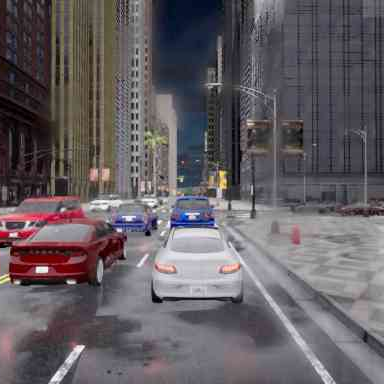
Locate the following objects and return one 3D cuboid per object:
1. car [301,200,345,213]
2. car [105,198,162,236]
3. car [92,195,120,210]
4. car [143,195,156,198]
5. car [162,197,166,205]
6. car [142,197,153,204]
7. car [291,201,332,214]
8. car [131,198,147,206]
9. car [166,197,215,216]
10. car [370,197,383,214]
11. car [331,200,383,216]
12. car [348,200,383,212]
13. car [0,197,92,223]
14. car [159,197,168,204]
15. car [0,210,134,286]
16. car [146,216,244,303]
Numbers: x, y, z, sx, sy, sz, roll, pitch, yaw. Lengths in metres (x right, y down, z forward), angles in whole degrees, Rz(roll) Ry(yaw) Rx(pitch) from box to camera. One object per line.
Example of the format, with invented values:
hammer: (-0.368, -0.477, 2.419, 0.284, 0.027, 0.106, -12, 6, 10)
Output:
car: (15.224, 1.663, 38.700, 4.313, 1.339, 1.947, 0, 0, -1)
car: (-3.131, 1.392, 18.688, 2.097, 1.767, 4.553, 0, 0, 0)
car: (-10.330, 1.386, 40.527, 2.150, 2.045, 5.566, 0, 0, 10)
car: (-6.547, 1.454, 50.989, 2.150, 2.045, 5.566, 0, 0, 0)
car: (-6.492, 1.826, 63.187, 1.837, 1.490, 4.892, 0, -1, 1)
car: (-9.675, 1.923, 73.085, 1.812, 1.442, 4.674, 0, 0, 0)
car: (12.839, 1.637, 35.914, 4.181, 1.385, 1.994, 0, -1, -1)
car: (-9.748, 1.858, 61.898, 2.033, 1.411, 5.357, 0, 0, 0)
car: (0.044, 1.258, 17.791, 2.150, 2.045, 5.566, 0, 0, 1)
car: (22.171, 1.394, 36.047, 4.553, 1.767, 2.097, 0, -1, -1)
car: (15.345, 1.578, 30.176, 4.206, 1.307, 1.802, 0, 0, -1)
car: (20.863, 1.644, 38.782, 4.313, 1.339, 1.947, 0, 0, -1)
car: (-6.585, 1.247, 15.042, 2.150, 2.045, 5.566, 0, 0, 0)
car: (-6.424, 1.941, 75.161, 1.812, 1.442, 4.674, 0, 0, 0)
car: (-3.143, 1.489, 9.462, 1.882, 1.535, 5.008, 0, 0, 0)
car: (0.107, 1.534, 8.089, 1.812, 1.442, 4.674, 0, 0, 0)
